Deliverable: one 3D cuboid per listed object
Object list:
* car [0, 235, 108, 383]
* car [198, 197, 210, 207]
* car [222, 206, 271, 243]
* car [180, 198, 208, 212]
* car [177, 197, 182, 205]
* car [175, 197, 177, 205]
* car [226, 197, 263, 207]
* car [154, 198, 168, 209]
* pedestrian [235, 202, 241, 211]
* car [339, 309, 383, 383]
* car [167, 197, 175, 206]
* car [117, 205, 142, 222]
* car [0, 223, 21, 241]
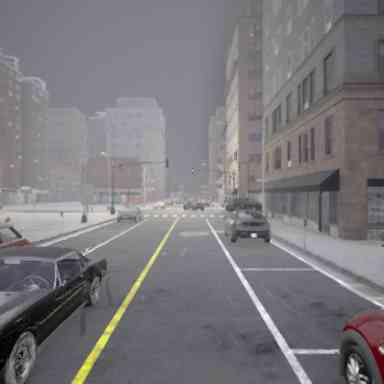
[{"bbox_3d":[-2.856,1.661,5.411,1.895,1.301,4.718,0,-1,0],"label":"car"},{"bbox_3d":[2.579,2.172,67.425,1.967,1.590,4.097,0,-1,0],"label":"car"},{"bbox_3d":[2.735,1.692,17.134,1.837,1.490,4.892,0,-1,0],"label":"car"},{"bbox_3d":[0.205,2.023,47.792,1.837,1.490,4.892,0,0,-20],"label":"car"},{"bbox_3d":[-2.821,2.245,81.867,2.097,1.767,4.553,0,-1,0],"label":"car"},{"bbox_3d":[-5.456,2.172,78.743,2.192,1.841,5.009,0,-1,0],"label":"car"},{"bbox_3d":[6.940,1.704,41.089,5.566,2.045,2.150,1,-2,-14],"label":"car"},{"bbox_3d":[-5.436,2.133,55.924,1.752,1.417,4.829,0,-1,0],"label":"car"},{"bbox_3d":[2.733,1.511,20.083,0.375,1.860,0.375,0,-1,-8],"label":"pedestrian"},{"bbox_3d":[2.636,1.465,2.213,1.967,1.590,4.097,0,-1,0],"label":"car"},{"bbox_3d":[-5.451,2.346,73.079,2.008,1.369,4.403,0,-1,0],"label":"car"},{"bbox_3d":[-5.413,1.868,29.250,2.008,1.369,4.403,0,-1,0],"label":"car"},{"bbox_3d":[-5.394,1.524,7.615,1.967,1.590,4.097,0,-1,0],"label":"car"}]
